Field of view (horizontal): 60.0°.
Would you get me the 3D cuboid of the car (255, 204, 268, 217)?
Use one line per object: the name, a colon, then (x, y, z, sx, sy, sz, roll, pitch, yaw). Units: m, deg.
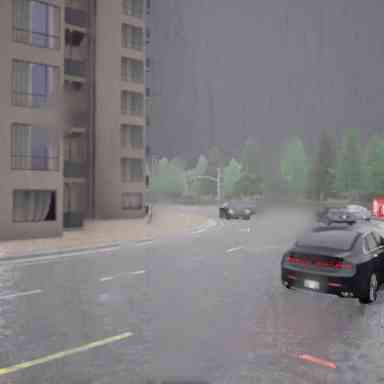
car: (6.433, 2.004, 37.507, 2.033, 1.411, 5.357, 0, -1, -17)

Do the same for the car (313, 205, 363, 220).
car: (11.195, 1.894, 26.377, 2.033, 1.411, 5.357, 0, -1, 6)

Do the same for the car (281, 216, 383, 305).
car: (3.966, 1.621, 8.571, 1.837, 1.490, 4.892, 0, 0, 40)

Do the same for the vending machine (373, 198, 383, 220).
vending machine: (18.624, 1.643, 32.735, 1.100, 2.100, 0.880, 0, -1, -5)

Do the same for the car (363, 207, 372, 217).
car: (14.583, 1.932, 30.512, 1.812, 1.442, 4.674, 0, -1, -2)

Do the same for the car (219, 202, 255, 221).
car: (3.976, 1.727, 31.204, 2.097, 1.767, 4.553, 0, -1, -7)
